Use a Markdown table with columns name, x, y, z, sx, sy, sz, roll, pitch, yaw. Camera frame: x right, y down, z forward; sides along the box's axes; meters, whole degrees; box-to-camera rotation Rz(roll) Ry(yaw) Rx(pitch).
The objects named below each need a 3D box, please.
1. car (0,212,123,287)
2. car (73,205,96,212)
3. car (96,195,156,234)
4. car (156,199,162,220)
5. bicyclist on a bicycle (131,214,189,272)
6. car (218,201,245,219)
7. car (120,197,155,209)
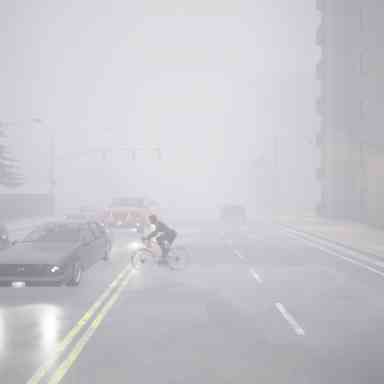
| name | x | y | z | sx | sy | sz | roll | pitch | yaw |
| --- | --- | --- | --- | --- | --- | --- | --- | --- | --- |
| car | -3.635 | 1.547 | 9.621 | 2.033 | 1.411 | 5.357 | 0 | 0 | 0 |
| car | -7.154 | 1.601 | 22.744 | 1.895 | 1.301 | 4.718 | 0 | 0 | 0 |
| car | -3.664 | 1.221 | 19.565 | 2.150 | 2.045 | 5.566 | 0 | 0 | 0 |
| car | -3.635 | 1.352 | 27.381 | 2.097 | 1.767 | 4.553 | 0 | 0 | 0 |
| bicyclist on a bicycle | -0.913 | 1.455 | 9.365 | 1.656 | 1.620 | 0.582 | -2 | 0 | 0 |
| car | 3.358 | 1.478 | 28.811 | 1.882 | 1.535 | 5.008 | 0 | 0 | 0 |
| car | -7.538 | 1.478 | 45.801 | 5.008 | 1.535 | 1.882 | 0 | 0 | 38 |
